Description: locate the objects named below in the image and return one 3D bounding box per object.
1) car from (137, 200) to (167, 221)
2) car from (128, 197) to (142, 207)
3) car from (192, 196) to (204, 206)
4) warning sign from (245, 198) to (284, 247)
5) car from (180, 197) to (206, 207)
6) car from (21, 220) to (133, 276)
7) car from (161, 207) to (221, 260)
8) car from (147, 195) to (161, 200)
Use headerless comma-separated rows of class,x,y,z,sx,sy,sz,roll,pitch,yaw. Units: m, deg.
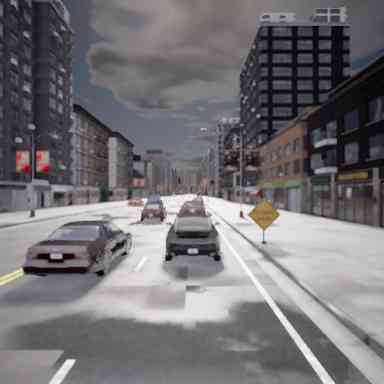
car,-3.197,1.661,28.280,1.812,1.442,4.674,0,0,1
car,-9.795,1.641,57.854,2.097,1.767,4.553,0,0,1
car,1.145,1.664,63.167,2.097,1.767,4.553,0,0,0
warning sign,2.854,1.175,13.195,1.300,1.860,1.060,0,0,0
car,0.048,1.483,27.533,2.097,1.767,4.553,0,0,0
car,-3.225,1.595,10.459,2.033,1.411,5.357,0,0,0
car,0.046,1.563,12.626,1.837,1.490,4.892,0,0,0
car,-6.545,1.509,57.700,2.150,2.045,5.566,0,0,1
